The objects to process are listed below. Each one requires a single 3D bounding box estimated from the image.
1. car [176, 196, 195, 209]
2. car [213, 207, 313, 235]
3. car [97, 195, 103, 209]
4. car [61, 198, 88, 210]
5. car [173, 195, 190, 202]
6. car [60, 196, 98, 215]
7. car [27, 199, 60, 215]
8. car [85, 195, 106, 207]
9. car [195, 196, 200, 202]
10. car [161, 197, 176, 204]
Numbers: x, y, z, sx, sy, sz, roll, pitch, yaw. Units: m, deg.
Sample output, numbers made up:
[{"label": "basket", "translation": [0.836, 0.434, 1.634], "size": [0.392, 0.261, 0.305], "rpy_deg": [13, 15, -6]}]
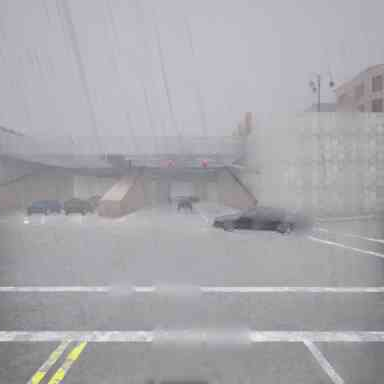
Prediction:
[{"label": "car", "translation": [-0.950, 1.525, 45.331], "size": [1.812, 1.442, 4.674], "rpy_deg": [0, 0, -2]}, {"label": "car", "translation": [3.916, 1.556, 18.623], "size": [5.357, 1.411, 2.033], "rpy_deg": [0, 0, 22]}, {"label": "car", "translation": [-11.560, 1.352, 42.876], "size": [2.097, 1.767, 4.553], "rpy_deg": [0, 0, -1]}, {"label": "car", "translation": [-15.065, 1.505, 42.976], "size": [1.837, 1.490, 4.892], "rpy_deg": [0, 0, -1]}, {"label": "car", "translation": [-2.353, 1.524, 74.694], "size": [1.812, 1.442, 4.674], "rpy_deg": [0, 0, 24]}, {"label": "car", "translation": [-11.327, 1.505, 33.746], "size": [1.837, 1.490, 4.892], "rpy_deg": [0, 0, -1]}, {"label": "car", "translation": [-14.825, 1.478, 33.630], "size": [1.882, 1.535, 5.008], "rpy_deg": [0, 0, -1]}, {"label": "car", "translation": [-15.284, 1.352, 53.042], "size": [2.097, 1.767, 4.553], "rpy_deg": [0, 0, -1]}, {"label": "car", "translation": [0.195, 1.524, 71.403], "size": [1.812, 1.442, 4.674], "rpy_deg": [0, 0, 20]}, {"label": "car", "translation": [-4.687, 1.547, 62.004], "size": [2.033, 1.411, 5.357], "rpy_deg": [0, 0, 2]}]
